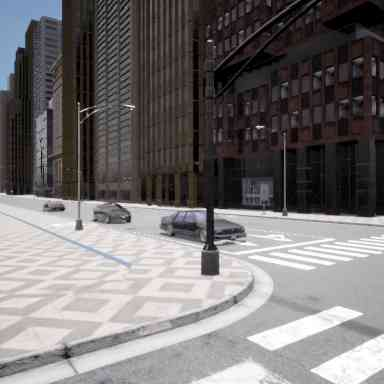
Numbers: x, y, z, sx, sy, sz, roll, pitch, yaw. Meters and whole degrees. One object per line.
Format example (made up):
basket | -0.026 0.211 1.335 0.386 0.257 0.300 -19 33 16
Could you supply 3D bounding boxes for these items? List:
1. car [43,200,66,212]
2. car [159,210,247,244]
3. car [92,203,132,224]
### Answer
car | -17.561 1.777 42.221 2.033 1.411 5.357 0 0 -35
car | 0.311 1.627 16.817 2.033 1.411 5.357 0 0 -35
car | -6.413 1.646 26.343 1.837 1.490 4.892 0 0 -35
